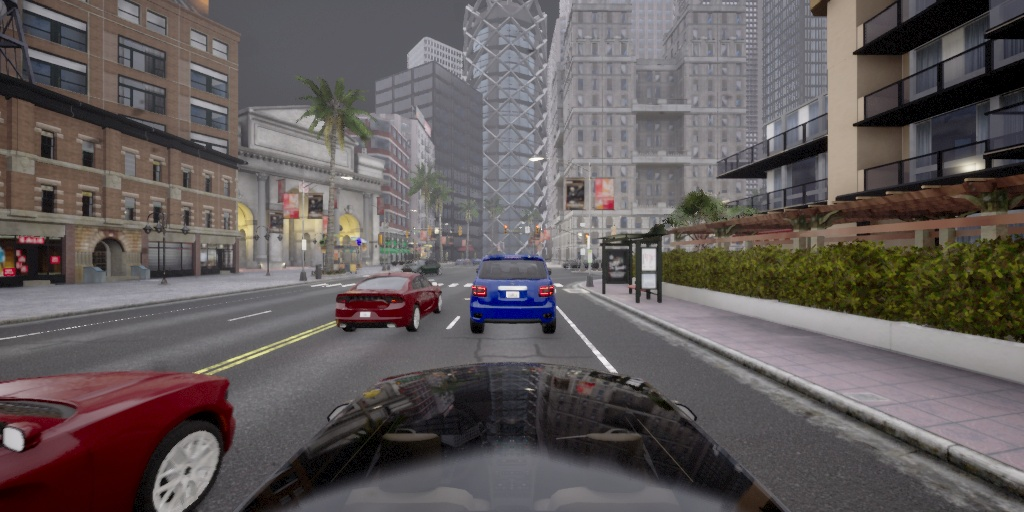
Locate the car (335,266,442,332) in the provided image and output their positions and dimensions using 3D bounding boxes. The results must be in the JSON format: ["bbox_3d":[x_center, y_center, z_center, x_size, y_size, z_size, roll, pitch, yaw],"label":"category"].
[{"bbox_3d":[-3.443,1.228,10.932,1.882,1.535,5.008,0,0,0],"label":"car"}]

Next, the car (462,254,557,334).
[{"bbox_3d":[0.052,0.971,10.823,2.150,2.045,5.566,0,0,1],"label":"car"}]

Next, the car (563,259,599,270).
[{"bbox_3d":[9.872,1.227,51.555,5.008,1.535,1.882,0,1,10],"label":"car"}]

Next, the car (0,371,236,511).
[{"bbox_3d":[-3.390,1.228,1.127,1.882,1.535,5.008,0,0,0],"label":"car"}]

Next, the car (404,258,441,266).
[{"bbox_3d":[-9.038,1.102,35.832,2.097,1.767,4.553,0,0,25],"label":"car"}]
